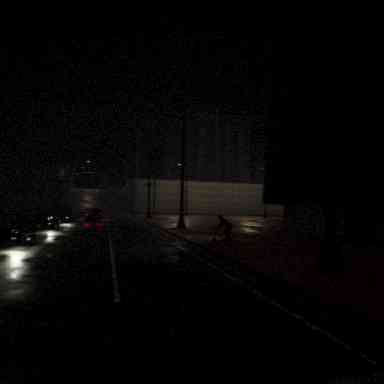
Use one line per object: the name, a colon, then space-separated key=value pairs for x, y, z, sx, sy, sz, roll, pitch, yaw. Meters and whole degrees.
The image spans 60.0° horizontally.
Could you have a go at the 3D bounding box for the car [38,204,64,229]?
car: x=-12.535 y=2.161 z=28.172 sx=2.097 sy=1.767 sz=4.553 roll=2 pitch=-2 yaw=-14

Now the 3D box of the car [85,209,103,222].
car: x=-11.733 y=2.818 z=39.671 sx=1.812 sy=1.442 sz=4.674 roll=2 pitch=-2 yaw=-15

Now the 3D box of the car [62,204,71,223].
car: x=-15.088 y=2.368 z=38.151 sx=2.150 sy=2.045 sz=5.566 roll=2 pitch=-2 yaw=-16

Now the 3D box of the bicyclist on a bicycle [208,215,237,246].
bicyclist on a bicycle: x=1.614 y=2.034 z=17.399 sx=1.656 sy=1.620 sz=0.582 roll=2 pitch=-2 yaw=-15

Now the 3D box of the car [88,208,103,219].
car: x=-14.312 y=3.171 z=49.530 sx=2.033 sy=1.411 sz=5.357 roll=2 pitch=-2 yaw=-14

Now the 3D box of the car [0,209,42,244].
car: x=-10.066 y=1.967 z=18.662 sx=1.882 sy=1.535 sz=5.008 roll=2 pitch=-2 yaw=-15
